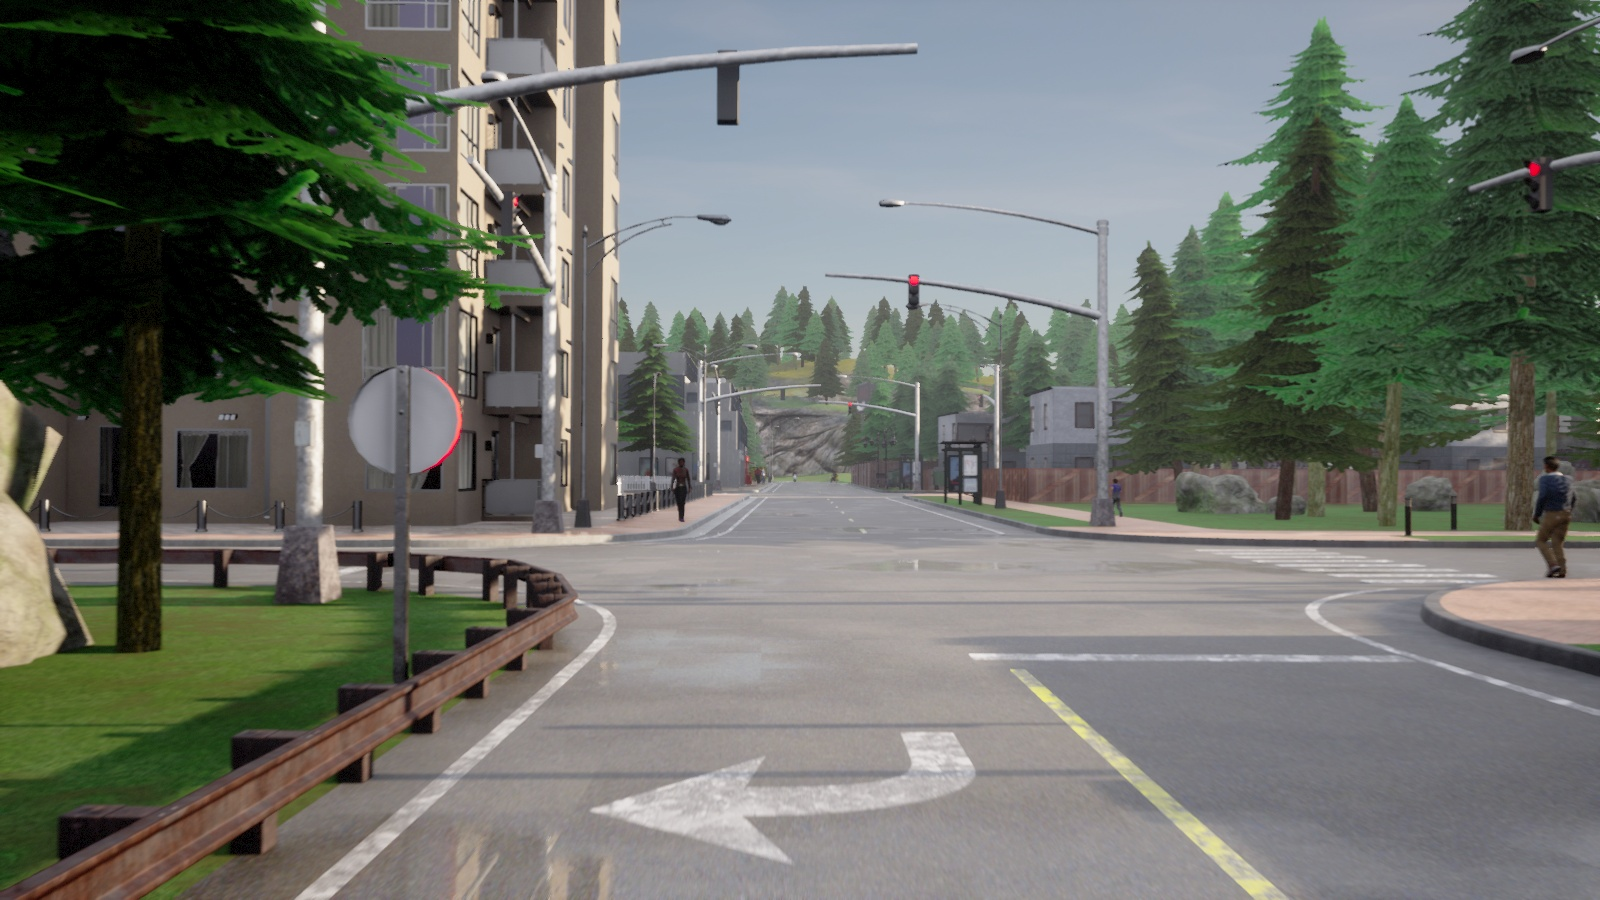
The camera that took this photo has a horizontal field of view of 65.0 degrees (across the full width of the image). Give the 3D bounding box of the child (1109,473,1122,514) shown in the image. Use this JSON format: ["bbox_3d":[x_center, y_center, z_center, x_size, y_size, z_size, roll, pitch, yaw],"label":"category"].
[{"bbox_3d":[10.001,1.375,39.759,0.270,1.263,0.437,0,-1,-3],"label":"child"}]

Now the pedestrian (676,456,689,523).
[{"bbox_3d":[-3.203,1.063,34.322,0.328,1.805,0.869,0,-1,-4],"label":"pedestrian"}]

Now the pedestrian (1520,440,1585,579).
[{"bbox_3d":[10.787,0.844,18.018,0.423,1.949,0.788,0,-1,-2],"label":"pedestrian"}]
